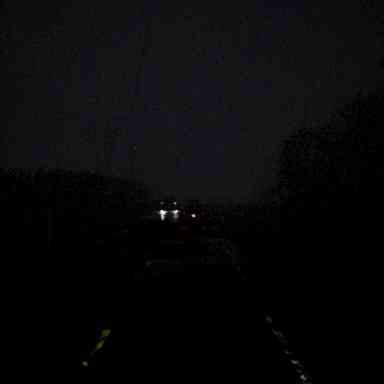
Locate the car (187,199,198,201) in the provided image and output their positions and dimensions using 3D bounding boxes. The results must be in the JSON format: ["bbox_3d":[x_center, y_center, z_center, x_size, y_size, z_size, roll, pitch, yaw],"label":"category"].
[{"bbox_3d":[0.109,1.561,42.110,2.033,1.411,5.357,0,0,0],"label":"car"}]

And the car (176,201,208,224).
[{"bbox_3d":[0.106,1.570,24.481,1.994,1.385,4.181,0,0,0],"label":"car"}]

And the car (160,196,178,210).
[{"bbox_3d":[-2.775,1.365,41.939,2.097,1.767,4.553,0,0,1],"label":"car"}]
